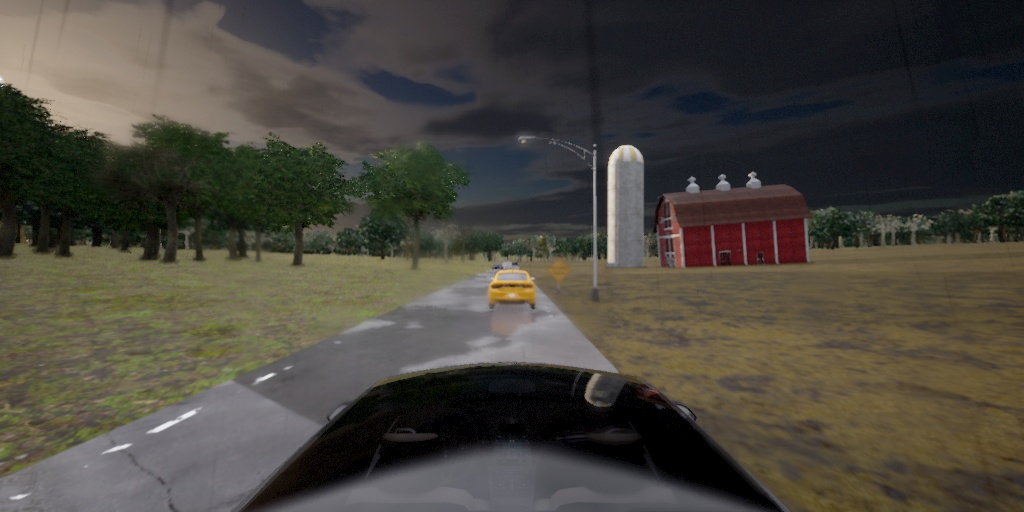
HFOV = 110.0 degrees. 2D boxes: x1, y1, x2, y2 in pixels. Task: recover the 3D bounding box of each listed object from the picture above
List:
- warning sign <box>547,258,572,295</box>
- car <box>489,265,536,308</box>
[{"bbox_3d":[2.456,1.039,18.721,1.300,1.860,1.060,0,0,0],"label":"warning sign"},{"bbox_3d":[0.034,1.373,16.100,1.882,1.535,5.008,0,0,0],"label":"car"}]
